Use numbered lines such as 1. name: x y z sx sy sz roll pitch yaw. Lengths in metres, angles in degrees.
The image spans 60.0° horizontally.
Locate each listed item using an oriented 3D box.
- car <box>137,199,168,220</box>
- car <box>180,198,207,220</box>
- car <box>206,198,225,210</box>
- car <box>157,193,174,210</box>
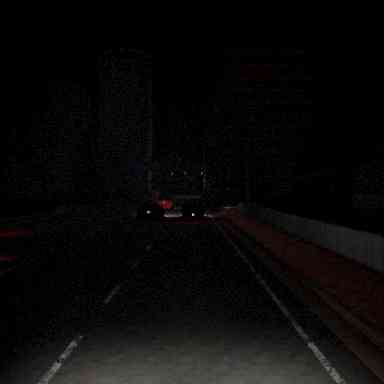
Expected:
1. car: -3.410 1.543 28.080 1.994 1.385 4.181 0 0 0
2. car: 0.093 1.484 28.059 1.837 1.490 4.892 0 0 0
3. car: 2.334 1.446 41.371 2.128 1.511 4.902 -1 0 36
4. car: -3.391 1.302 42.177 2.097 1.767 4.553 0 0 0
